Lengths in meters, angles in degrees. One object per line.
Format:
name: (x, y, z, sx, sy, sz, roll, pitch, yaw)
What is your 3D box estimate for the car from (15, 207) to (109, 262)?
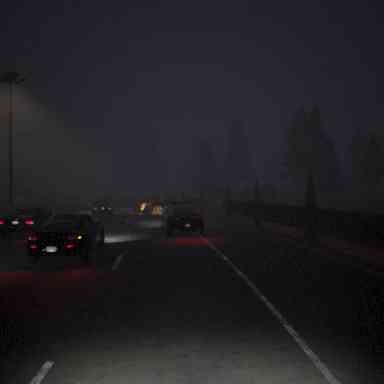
car: (-4.346, 1.485, 11.949, 1.812, 1.442, 4.674, 0, 0, -6)

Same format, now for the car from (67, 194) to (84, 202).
car: (-23.613, 1.214, 67.081, 1.882, 1.535, 5.008, 0, 0, -41)

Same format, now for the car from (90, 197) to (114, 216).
car: (-8.251, 1.438, 30.345, 2.033, 1.411, 5.357, 0, 0, -17)

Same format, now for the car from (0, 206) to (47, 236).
car: (-8.798, 1.491, 18.159, 2.033, 1.411, 5.357, 0, 0, -11)

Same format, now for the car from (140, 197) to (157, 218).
car: (-3.107, 1.339, 29.042, 1.801, 1.575, 5.366, 0, 0, -16)

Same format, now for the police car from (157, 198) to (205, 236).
police car: (-0.635, 1.348, 18.278, 1.930, 1.638, 5.238, 0, 0, -10)

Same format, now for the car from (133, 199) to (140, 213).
car: (-5.084, 1.317, 35.318, 1.801, 1.575, 5.366, 0, 0, -19)

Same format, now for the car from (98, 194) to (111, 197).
car: (-14.074, 1.161, 53.041, 2.097, 1.767, 4.553, 0, 0, -30)
